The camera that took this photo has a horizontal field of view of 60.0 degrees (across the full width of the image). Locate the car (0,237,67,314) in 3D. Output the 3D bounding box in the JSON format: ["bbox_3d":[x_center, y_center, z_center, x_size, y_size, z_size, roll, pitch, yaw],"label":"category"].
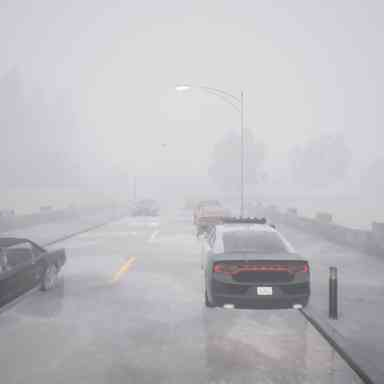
[{"bbox_3d":[-4.100,1.601,6.192,1.895,1.301,4.718,0,0,0],"label":"car"}]

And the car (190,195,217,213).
[{"bbox_3d":[1.146,1.300,23.929,2.097,1.767,4.553,-3,0,0],"label":"car"}]

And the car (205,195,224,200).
[{"bbox_3d":[6.310,1.456,93.406,5.357,1.415,2.033,0,0,-40],"label":"car"}]

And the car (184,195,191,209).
[{"bbox_3d":[0.012,1.492,44.786,2.128,1.511,4.902,0,0,1],"label":"car"}]

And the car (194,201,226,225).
[{"bbox_3d":[1.199,1.478,17.959,1.882,1.535,5.008,0,0,0],"label":"car"}]

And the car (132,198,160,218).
[{"bbox_3d":[-4.102,1.353,30.151,2.097,1.767,4.553,0,0,0],"label":"car"}]

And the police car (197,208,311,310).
[{"bbox_3d":[1.200,1.425,8.069,1.930,1.638,5.238,0,0,0],"label":"police car"}]
